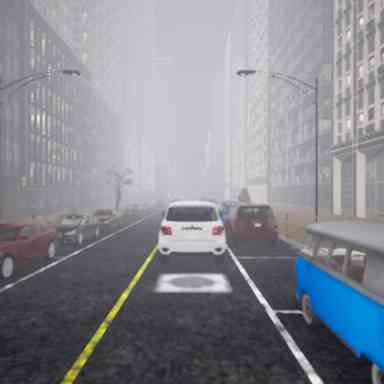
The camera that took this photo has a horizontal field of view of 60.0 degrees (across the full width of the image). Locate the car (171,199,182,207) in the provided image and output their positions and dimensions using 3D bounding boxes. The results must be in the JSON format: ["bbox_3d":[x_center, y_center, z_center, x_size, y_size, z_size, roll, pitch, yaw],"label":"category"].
[{"bbox_3d":[-3.018,2.059,65.189,1.837,1.490,4.892,0,0,0],"label":"car"}]

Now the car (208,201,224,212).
[{"bbox_3d":[3.150,1.909,44.823,1.812,1.442,4.674,0,0,0],"label":"car"}]

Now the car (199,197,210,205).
[{"bbox_3d":[2.681,1.935,72.777,2.192,1.841,5.009,-1,0,0],"label":"car"}]

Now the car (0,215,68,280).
[{"bbox_3d":[-5.697,1.634,10.257,1.887,1.381,4.507,-1,0,0],"label":"car"}]

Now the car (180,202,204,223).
[{"bbox_3d":[0.025,1.728,29.244,1.882,1.535,5.008,0,0,0],"label":"car"}]

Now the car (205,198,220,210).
[{"bbox_3d":[3.114,1.795,51.794,2.097,1.767,4.553,0,0,0],"label":"car"}]

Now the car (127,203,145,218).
[{"bbox_3d":[-5.697,1.834,32.991,2.008,1.369,4.403,-1,0,0],"label":"car"}]

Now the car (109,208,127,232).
[{"bbox_3d":[-5.697,1.768,21.623,1.802,1.307,4.206,-1,0,0],"label":"car"}]

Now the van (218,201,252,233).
[{"bbox_3d":[2.681,1.527,21.625,1.690,1.788,3.998,-1,0,0],"label":"van"}]

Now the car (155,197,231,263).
[{"bbox_3d":[0.010,1.334,12.567,2.150,2.045,5.566,0,0,0],"label":"car"}]

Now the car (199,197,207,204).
[{"bbox_3d":[2.683,2.155,84.143,1.967,1.590,4.097,-1,0,0],"label":"car"}]

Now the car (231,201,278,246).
[{"bbox_3d":[2.681,1.453,15.942,2.192,1.841,5.009,-1,0,0],"label":"car"}]

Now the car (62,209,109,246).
[{"bbox_3d":[-5.698,1.688,15.940,2.008,1.369,4.403,-1,0,0],"label":"car"}]

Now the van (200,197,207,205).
[{"bbox_3d":[2.682,2.008,78.460,1.690,1.788,3.998,-1,0,0],"label":"van"}]

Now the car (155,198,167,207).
[{"bbox_3d":[-5.698,1.964,61.408,1.967,1.590,4.097,-1,0,0],"label":"car"}]

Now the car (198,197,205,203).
[{"bbox_3d":[2.682,2.250,95.509,1.967,1.590,4.097,-1,0,0],"label":"car"}]

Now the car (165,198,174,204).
[{"bbox_3d":[-5.697,2.281,84.142,1.947,1.339,4.313,-1,0,0],"label":"car"}]

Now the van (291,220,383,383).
[{"bbox_3d":[2.681,1.382,4.575,1.690,1.788,3.998,-1,0,0],"label":"van"}]

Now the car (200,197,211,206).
[{"bbox_3d":[2.681,1.887,67.093,2.192,1.841,5.009,-1,0,0],"label":"car"}]

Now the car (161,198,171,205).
[{"bbox_3d":[-5.697,2.144,72.605,1.752,1.417,4.829,-1,0,0],"label":"car"}]
